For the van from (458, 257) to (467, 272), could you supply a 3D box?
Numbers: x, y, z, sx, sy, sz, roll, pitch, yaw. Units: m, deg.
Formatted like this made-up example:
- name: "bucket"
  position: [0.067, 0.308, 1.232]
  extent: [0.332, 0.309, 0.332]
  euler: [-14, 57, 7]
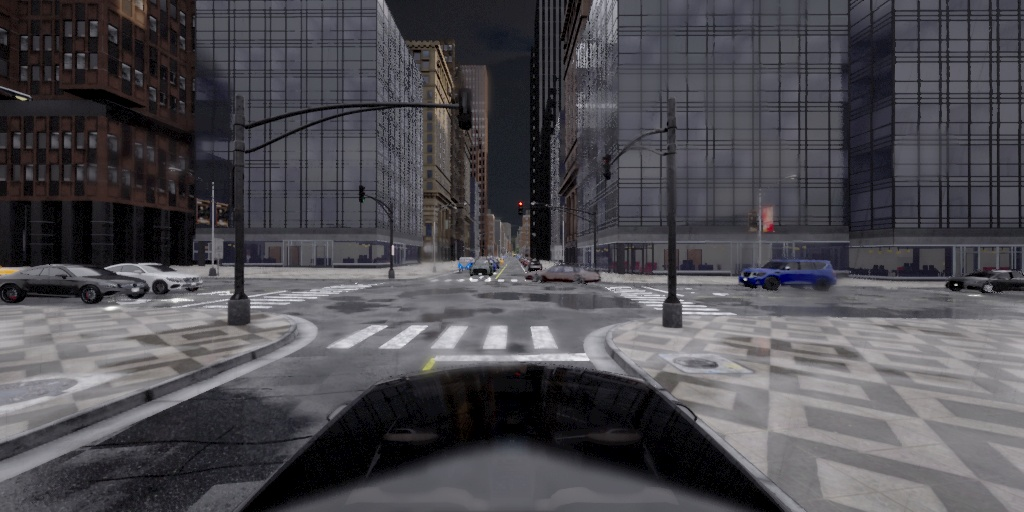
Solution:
- name: "van"
  position: [-5.685, 1.059, 44.733]
  extent: [1.690, 1.789, 3.998]
  euler: [0, 0, 0]

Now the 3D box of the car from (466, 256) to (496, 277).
- name: "car"
  position: [-2.961, 1.081, 35.522]
  extent: [2.097, 1.767, 4.553]
  euler: [0, 0, 0]

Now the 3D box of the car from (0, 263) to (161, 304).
- name: "car"
  position: [-17.232, 1.046, 14.137]
  extent: [4.674, 1.442, 1.812]
  euler: [1, 0, -1]

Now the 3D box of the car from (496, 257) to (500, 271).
- name: "car"
  position: [-2.926, 1.196, 44.643]
  extent: [1.882, 1.535, 5.008]
  euler: [0, 0, 1]

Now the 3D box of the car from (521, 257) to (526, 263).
- name: "car"
  position: [2.934, 1.272, 61.635]
  extent: [1.802, 1.307, 4.207]
  euler: [0, 0, 0]

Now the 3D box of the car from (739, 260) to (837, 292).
- name: "car"
  position: [18.326, 1.255, 23.927]
  extent: [5.566, 2.045, 2.150]
  euler: [1, 0, 0]

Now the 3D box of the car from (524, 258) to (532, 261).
- name: "car"
  position: [2.840, 1.284, 44.687]
  extent: [1.948, 1.339, 4.313]
  euler: [0, 0, 0]

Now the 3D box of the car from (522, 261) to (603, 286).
- name: "car"
  position: [3.690, 1.313, 25.545]
  extent: [5.357, 1.411, 2.033]
  euler: [1, 0, 23]

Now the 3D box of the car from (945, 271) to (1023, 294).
- name: "car"
  position: [31.993, 1.723, 23.854]
  extent: [4.892, 1.490, 1.837]
  euler: [1, 0, 0]

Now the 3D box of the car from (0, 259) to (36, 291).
- name: "car"
  position: [-26.905, 0.886, 17.436]
  extent: [5.008, 1.535, 1.882]
  euler: [1, 0, 1]

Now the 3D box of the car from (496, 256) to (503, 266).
- name: "car"
  position: [-2.861, 1.208, 55.214]
  extent: [1.837, 1.490, 4.892]
  euler: [0, 0, 1]

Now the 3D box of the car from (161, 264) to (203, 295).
- name: "car"
  position: [-17.760, 1.052, 17.394]
  extent: [4.674, 1.442, 1.812]
  euler: [1, 0, 0]
